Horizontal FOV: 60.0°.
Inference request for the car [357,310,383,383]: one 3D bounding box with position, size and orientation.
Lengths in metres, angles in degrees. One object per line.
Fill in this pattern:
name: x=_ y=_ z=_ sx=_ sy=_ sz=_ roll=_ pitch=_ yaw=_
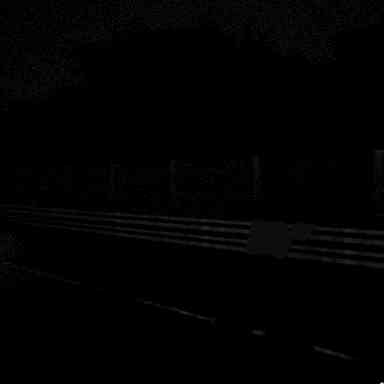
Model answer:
car: x=3.744 y=1.238 z=1.322 sx=5.566 sy=2.045 sz=2.150 roll=0 pitch=0 yaw=35
